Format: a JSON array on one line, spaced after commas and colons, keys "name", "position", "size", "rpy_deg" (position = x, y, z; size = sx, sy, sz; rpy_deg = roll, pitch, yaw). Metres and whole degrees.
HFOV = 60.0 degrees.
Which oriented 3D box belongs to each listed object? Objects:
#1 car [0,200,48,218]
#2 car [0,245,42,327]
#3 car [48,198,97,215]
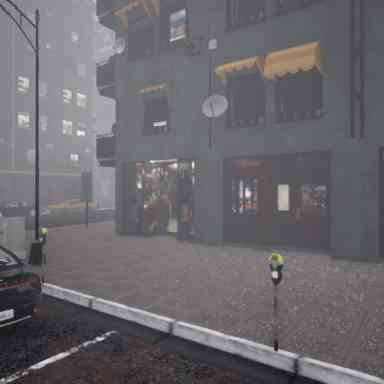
[{"name": "car", "position": [-14.076, 1.349, 26.060], "size": [2.008, 1.369, 4.403], "rpy_deg": [1, 1, 35]}, {"name": "car", "position": [-4.487, 1.551, 6.062], "size": [4.403, 1.369, 2.008], "rpy_deg": [0, 0, 35]}, {"name": "car", "position": [-10.992, 1.249, 30.489], "size": [1.752, 1.417, 4.829], "rpy_deg": [1, 1, 35]}]
